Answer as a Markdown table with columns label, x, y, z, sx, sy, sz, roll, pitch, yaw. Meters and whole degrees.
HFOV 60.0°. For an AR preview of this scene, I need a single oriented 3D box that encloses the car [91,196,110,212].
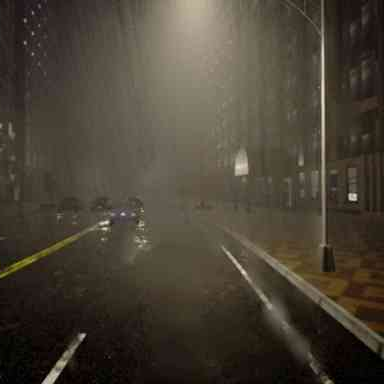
| label | x | y | z | sx | sy | sz | roll | pitch | yaw |
| --- | --- | --- | --- | --- | --- | --- | --- | --- | --- |
| car | -9.381 | 1.255 | 34.937 | 1.837 | 1.490 | 4.892 | 0 | 0 | -9 |

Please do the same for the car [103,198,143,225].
| label | x | y | z | sx | sy | sz | roll | pitch | yaw |
| --- | --- | --- | --- | --- | --- | --- | --- | --- | --- |
| car | -4.410 | 1.385 | 22.509 | 2.033 | 1.411 | 5.357 | 0 | 0 | -6 |

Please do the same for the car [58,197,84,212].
| label | x | y | z | sx | sy | sz | roll | pitch | yaw |
| --- | --- | --- | --- | --- | --- | --- | --- | --- | --- |
| car | -12.676 | 1.223 | 35.054 | 1.882 | 1.535 | 5.008 | 0 | 0 | -9 |
